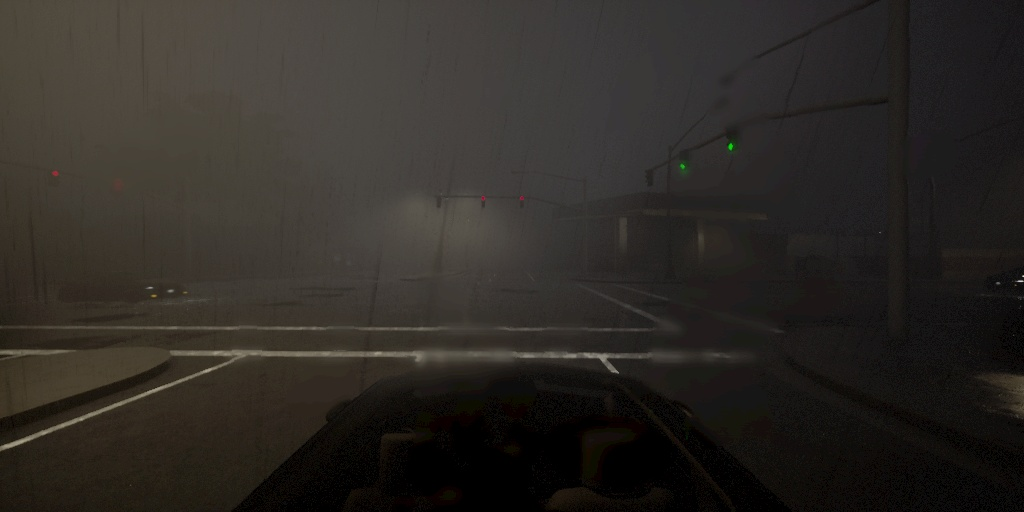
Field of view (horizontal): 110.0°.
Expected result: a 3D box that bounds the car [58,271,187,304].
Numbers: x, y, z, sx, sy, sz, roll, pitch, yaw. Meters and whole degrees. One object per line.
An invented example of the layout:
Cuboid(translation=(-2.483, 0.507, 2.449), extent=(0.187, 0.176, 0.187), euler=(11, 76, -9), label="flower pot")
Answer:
Cuboid(translation=(-17.011, 1.356, 15.793), extent=(4.181, 1.385, 1.994), euler=(0, 0, 1), label="car")

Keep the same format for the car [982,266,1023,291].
Cuboid(translation=(28.815, 1.234, 19.505), extent=(4.892, 1.490, 1.837), euler=(0, 0, -1), label="car")
